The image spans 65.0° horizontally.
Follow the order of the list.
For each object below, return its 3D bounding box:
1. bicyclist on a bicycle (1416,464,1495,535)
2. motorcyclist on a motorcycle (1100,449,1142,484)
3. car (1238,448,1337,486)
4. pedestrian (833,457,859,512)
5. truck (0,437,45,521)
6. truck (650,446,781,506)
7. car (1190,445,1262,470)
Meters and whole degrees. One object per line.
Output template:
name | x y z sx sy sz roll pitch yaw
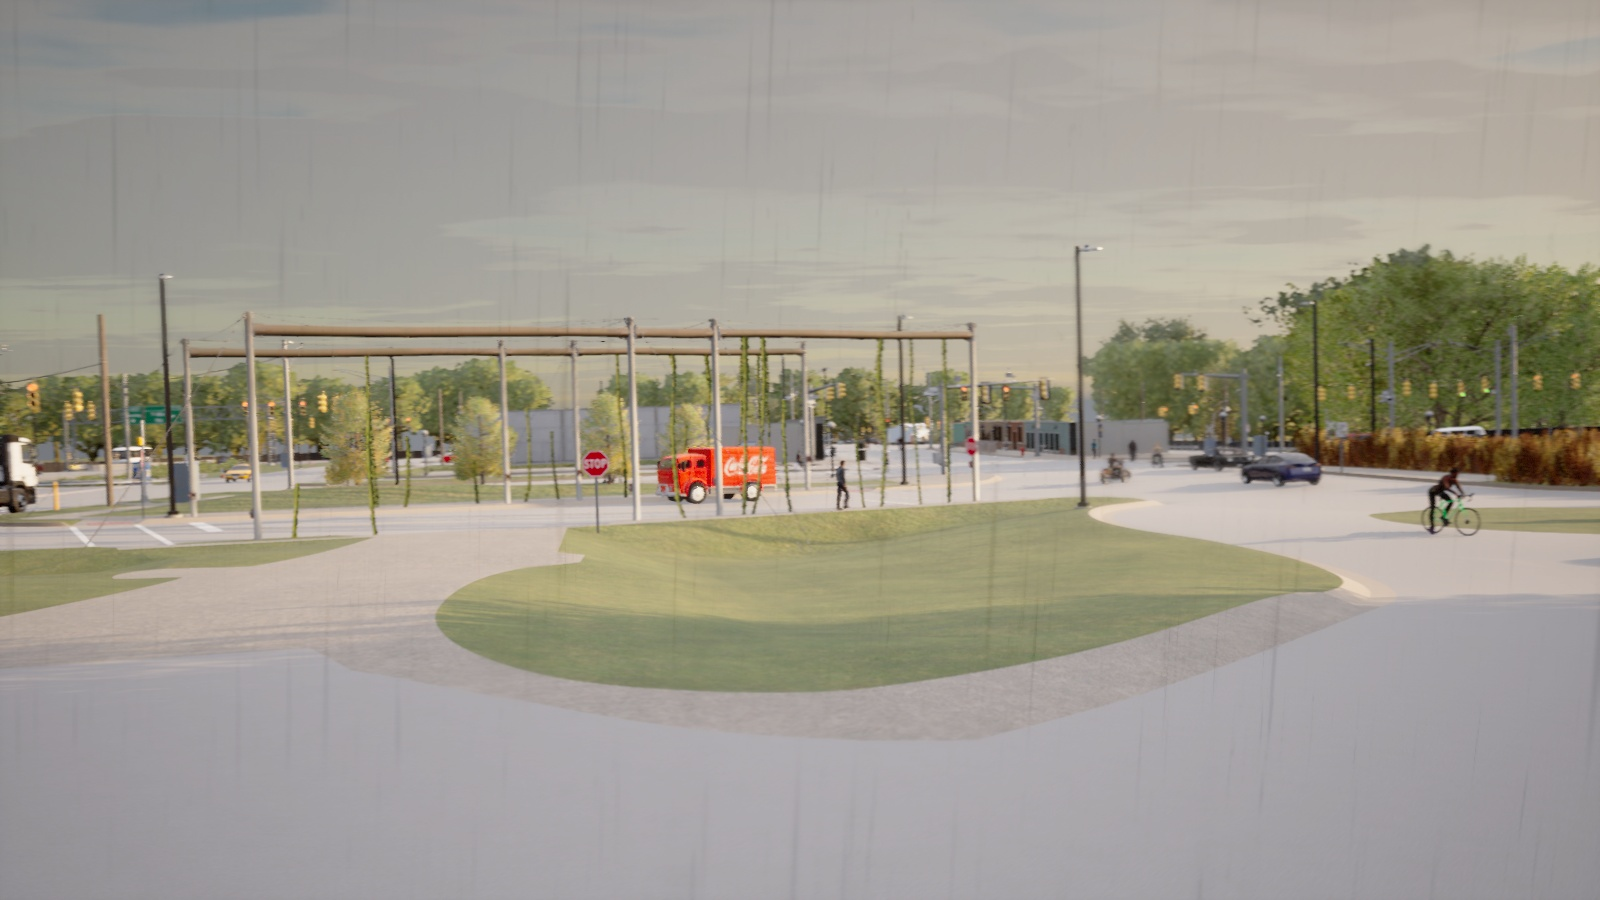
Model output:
bicyclist on a bicycle | 15.662 1.157 30.046 0.582 1.620 1.656 -2 1 -22
motorcyclist on a motorcycle | 16.223 0.834 63.486 2.350 1.649 0.766 -4 1 -39
car | 22.469 0.757 58.120 2.163 1.488 4.792 -3 1 -7
pedestrian | 1.682 1.239 45.618 0.788 1.949 0.423 -3 2 -35
truck | -34.289 1.232 51.411 2.891 3.462 7.936 -2 0 -9
truck | -3.788 1.107 56.308 5.204 2.467 2.627 -2 1 -33
car | 24.132 0.398 71.288 1.895 1.301 4.718 -3 1 -8
